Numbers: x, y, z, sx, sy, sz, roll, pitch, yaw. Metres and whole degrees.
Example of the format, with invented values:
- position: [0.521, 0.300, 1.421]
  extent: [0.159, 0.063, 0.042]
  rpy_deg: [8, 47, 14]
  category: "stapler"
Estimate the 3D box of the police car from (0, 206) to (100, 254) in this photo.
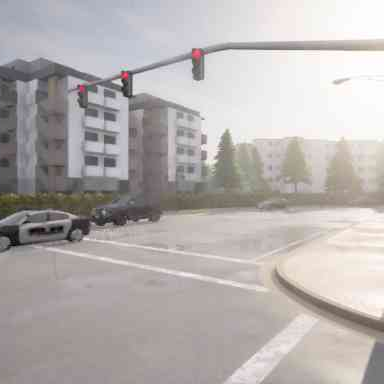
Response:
- position: [-6.708, 1.424, 13.764]
  extent: [1.930, 1.638, 5.238]
  rpy_deg: [0, 0, 37]
  category: "police car"

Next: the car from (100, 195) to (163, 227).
- position: [-4.383, 1.219, 23.326]
  extent: [2.150, 2.045, 5.566]
  rpy_deg: [0, 0, 35]
  category: "car"

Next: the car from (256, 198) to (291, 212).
- position: [9.694, 1.490, 39.377]
  extent: [4.902, 1.511, 2.128]
  rpy_deg: [0, 0, -37]
  category: "car"

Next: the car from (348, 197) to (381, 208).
- position: [24.638, 1.439, 47.576]
  extent: [4.902, 1.511, 2.128]
  rpy_deg: [0, 0, -18]
  category: "car"
